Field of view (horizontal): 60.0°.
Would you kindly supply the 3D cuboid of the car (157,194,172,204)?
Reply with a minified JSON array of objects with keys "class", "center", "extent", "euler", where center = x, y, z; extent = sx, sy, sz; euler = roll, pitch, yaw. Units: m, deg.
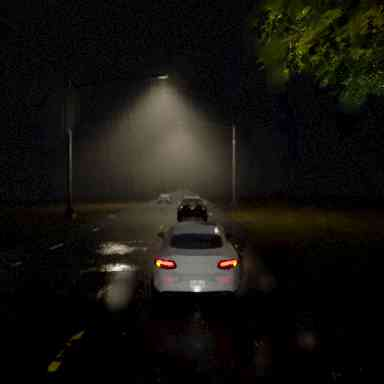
[{"class":"car","center":[-3.792,0.956,47.013],"extent":[2.033,1.411,5.357],"euler":[0,1,-1]}]

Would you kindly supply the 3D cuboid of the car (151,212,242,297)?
[{"class":"car","center":[0.089,1.454,8.242],"extent":[1.812,1.442,4.674],"euler":[0,0,0]}]

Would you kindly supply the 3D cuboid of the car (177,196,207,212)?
[{"class":"car","center":[0.016,1.089,24.852],"extent":[2.097,1.767,4.553],"euler":[0,1,0]}]
